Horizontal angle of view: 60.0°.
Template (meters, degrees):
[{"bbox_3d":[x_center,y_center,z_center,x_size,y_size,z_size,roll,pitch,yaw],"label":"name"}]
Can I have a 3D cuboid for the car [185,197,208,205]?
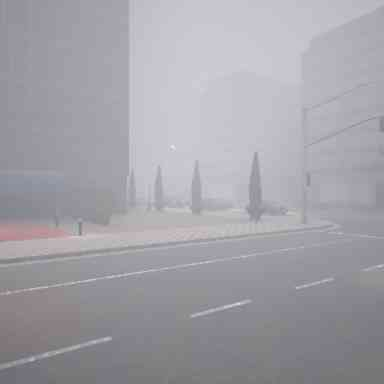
[{"bbox_3d":[0.776,1.601,61.690,1.895,1.301,4.718,0,0,-35],"label":"car"}]

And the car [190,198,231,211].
[{"bbox_3d":[2.166,1.505,41.004,1.837,1.490,4.892,0,0,-35],"label":"car"}]

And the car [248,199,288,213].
[{"bbox_3d":[8.561,1.564,37.958,1.994,1.385,4.181,0,0,-35],"label":"car"}]

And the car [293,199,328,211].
[{"bbox_3d":[14.804,1.564,41.630,1.994,1.385,4.181,0,0,-35],"label":"car"}]

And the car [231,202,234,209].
[{"bbox_3d":[3.752,1.564,44.849,1.994,1.385,4.181,0,0,-35],"label":"car"}]

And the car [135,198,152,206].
[{"bbox_3d":[-8.576,1.601,56.463,1.895,1.301,4.718,0,0,-34],"label":"car"}]

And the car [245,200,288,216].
[{"bbox_3d":[7.415,1.526,33.484,1.812,1.442,4.674,0,0,-38],"label":"car"}]

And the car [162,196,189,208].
[{"bbox_3d":[-3.005,1.352,48.426,2.097,1.767,4.553,0,0,-35],"label":"car"}]
